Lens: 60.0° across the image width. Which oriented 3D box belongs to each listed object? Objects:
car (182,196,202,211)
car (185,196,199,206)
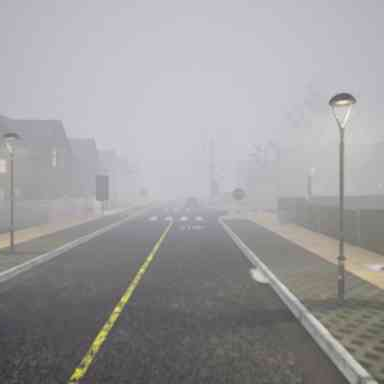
[{"bbox_3d":[-0.007,1.229,36.173,1.812,1.442,4.674,0,0,0],"label":"car"},{"bbox_3d":[-0.001,1.217,47.293,1.895,1.301,4.718,0,0,0],"label":"car"}]
